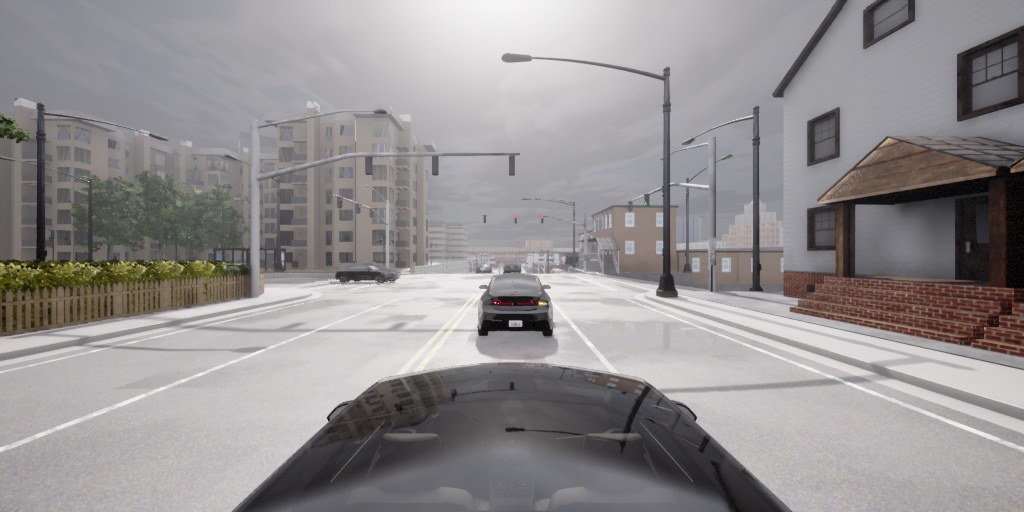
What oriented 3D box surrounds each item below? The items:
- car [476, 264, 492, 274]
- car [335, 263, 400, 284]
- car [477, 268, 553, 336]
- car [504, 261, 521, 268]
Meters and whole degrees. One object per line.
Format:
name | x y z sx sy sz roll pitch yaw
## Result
car | -3.624 1.755 47.184 2.128 1.511 4.902 0 -5 0
car | -10.704 1.271 26.572 4.674 1.442 1.812 0 0 9
car | 0.090 1.255 10.371 1.837 1.490 4.892 0 0 0
car | 0.039 1.454 45.197 2.097 1.767 4.553 0 -4 1
